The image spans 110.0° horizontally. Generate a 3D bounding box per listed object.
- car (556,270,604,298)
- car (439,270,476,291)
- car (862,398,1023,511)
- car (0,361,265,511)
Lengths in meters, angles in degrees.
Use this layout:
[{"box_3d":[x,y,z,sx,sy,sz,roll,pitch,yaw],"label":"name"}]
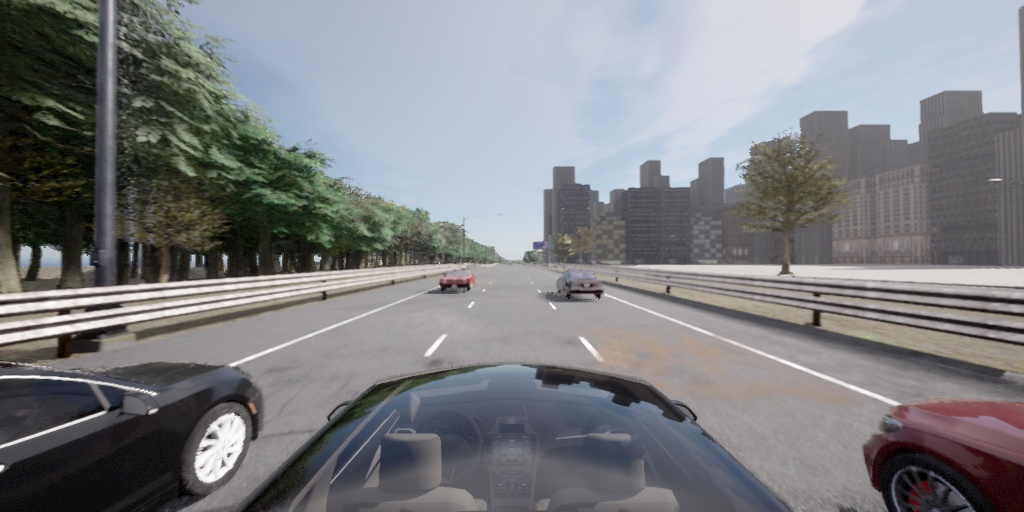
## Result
[{"box_3d":[3.569,1.463,19.577,2.033,1.411,5.357,0,-1,0],"label":"car"},{"box_3d":[-3.440,1.566,23.681,1.895,1.301,4.718,0,-1,0],"label":"car"},{"box_3d":[3.596,1.263,0.755,1.812,1.442,4.674,0,0,0],"label":"car"},{"box_3d":[-3.404,1.256,1.627,1.837,1.490,4.892,0,0,0],"label":"car"}]
